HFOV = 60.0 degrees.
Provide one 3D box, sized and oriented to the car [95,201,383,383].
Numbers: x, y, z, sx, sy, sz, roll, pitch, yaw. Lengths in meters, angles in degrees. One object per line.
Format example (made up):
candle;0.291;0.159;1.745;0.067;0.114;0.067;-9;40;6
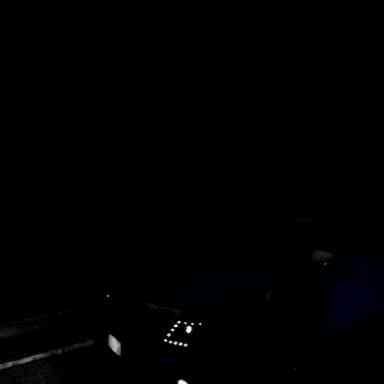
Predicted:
car;1.452;1.198;5.026;5.566;2.045;2.150;0;0;-35
